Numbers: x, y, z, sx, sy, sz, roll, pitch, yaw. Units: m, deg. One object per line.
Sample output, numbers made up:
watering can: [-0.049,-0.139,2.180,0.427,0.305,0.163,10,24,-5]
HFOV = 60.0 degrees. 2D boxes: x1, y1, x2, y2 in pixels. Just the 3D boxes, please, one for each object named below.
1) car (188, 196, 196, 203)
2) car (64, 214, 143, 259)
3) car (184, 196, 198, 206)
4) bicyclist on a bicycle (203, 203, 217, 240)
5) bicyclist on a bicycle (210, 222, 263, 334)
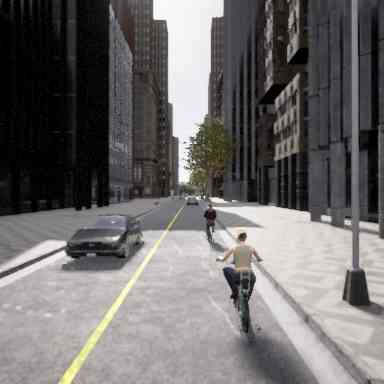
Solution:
car: [-0.002,1.744,75.159,1.837,1.490,4.892,0,0,0]
car: [-3.102,1.561,12.903,2.033,1.411,5.357,0,0,0]
car: [0.093,1.732,60.247,1.994,1.385,4.181,0,0,0]
bicyclist on a bicycle: [0.827,1.388,15.102,0.659,1.776,1.843,0,0,0]
bicyclist on a bicycle: [0.849,1.440,5.798,0.866,1.612,1.509,0,0,0]
